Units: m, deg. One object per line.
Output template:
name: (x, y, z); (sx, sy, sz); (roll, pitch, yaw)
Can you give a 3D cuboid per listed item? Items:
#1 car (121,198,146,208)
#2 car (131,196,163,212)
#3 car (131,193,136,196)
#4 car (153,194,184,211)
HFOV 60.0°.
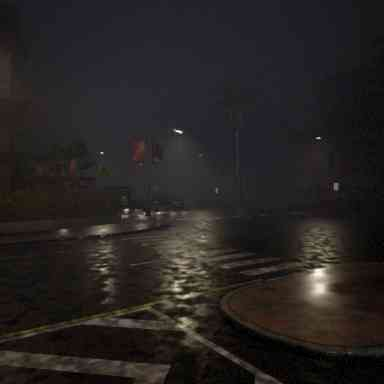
car: (-8.789, 1.601, 49.848); (1.895, 1.301, 4.718); (0, 0, -34)
car: (-5.643, 1.526, 39.199); (1.812, 1.442, 4.674); (0, 0, -35)
car: (-13.408, 1.220, 68.461); (2.150, 2.045, 5.566); (0, 0, -39)
car: (-3.198, 1.221, 41.839); (2.150, 2.045, 5.566); (0, 0, -35)
